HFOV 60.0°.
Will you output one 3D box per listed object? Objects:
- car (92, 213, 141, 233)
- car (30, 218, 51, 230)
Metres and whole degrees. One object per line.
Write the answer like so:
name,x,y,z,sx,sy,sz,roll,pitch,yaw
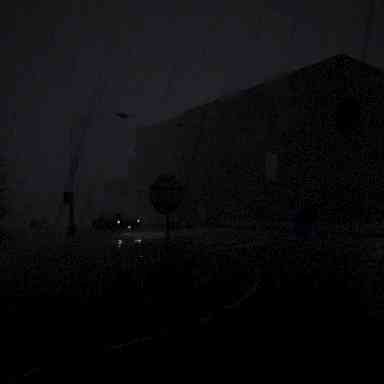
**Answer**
car,-5.505,2.192,23.990,1.895,1.301,4.718,0,-4,-37
car,-19.690,4.152,43.114,2.128,1.511,4.902,0,-5,-36
